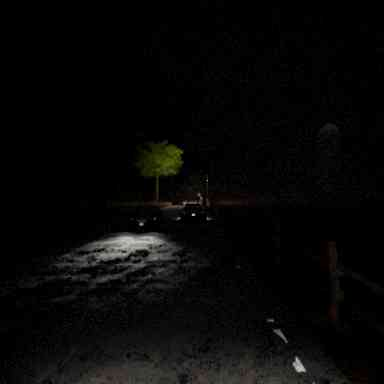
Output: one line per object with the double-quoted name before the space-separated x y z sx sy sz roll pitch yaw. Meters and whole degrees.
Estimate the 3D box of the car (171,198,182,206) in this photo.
"car" -2.773 1.819 61.782 1.882 1.535 5.008 0 0 1

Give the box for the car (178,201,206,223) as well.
"car" 0.106 1.659 26.332 1.994 1.385 4.181 0 0 0

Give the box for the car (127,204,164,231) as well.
"car" -2.844 1.556 21.184 2.128 1.511 4.902 0 0 0

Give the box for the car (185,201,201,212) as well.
"car" 0.110 1.798 42.818 1.895 1.301 4.718 0 0 0
